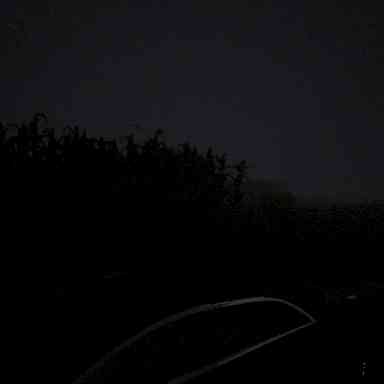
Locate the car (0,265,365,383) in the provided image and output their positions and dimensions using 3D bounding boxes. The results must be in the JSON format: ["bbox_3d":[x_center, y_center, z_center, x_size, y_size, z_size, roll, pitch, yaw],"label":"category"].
[{"bbox_3d":[-0.523,1.489,2.699,4.902,1.511,2.128,0,0,-36],"label":"car"}]
